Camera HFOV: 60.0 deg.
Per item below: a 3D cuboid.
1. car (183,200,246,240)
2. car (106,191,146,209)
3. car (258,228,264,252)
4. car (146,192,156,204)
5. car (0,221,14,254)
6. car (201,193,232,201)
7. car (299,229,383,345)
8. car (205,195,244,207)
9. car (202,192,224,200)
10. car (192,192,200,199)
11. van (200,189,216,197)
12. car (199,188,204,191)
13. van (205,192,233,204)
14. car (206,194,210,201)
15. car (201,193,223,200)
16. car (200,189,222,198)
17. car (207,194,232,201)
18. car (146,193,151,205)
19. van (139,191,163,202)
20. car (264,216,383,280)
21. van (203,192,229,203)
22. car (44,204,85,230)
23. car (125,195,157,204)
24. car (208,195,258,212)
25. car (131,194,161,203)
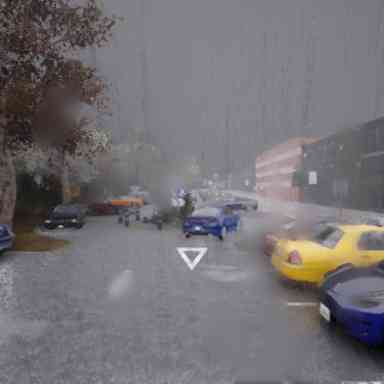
[{"bbox_3d":[1.172,1.443,17.275,1.882,1.535,5.008,0,1,22],"label":"car"},{"bbox_3d":[-8.185,1.105,39.722,4.553,1.767,2.185,0,0,0],"label":"car"},{"bbox_3d":[4.524,1.508,10.738,4.674,1.452,2.002,-1,0,0],"label":"car"},{"bbox_3d":[-8.199,1.206,48.193,4.892,1.521,2.231,0,0,0],"label":"car"},{"bbox_3d":[-8.509,1.343,10.884,4.553,1.767,2.185,0,0,0],"label":"car"},{"bbox_3d":[4.185,1.219,42.550,5.366,1.575,1.946,0,0,0],"label":"car"},{"bbox_3d":[4.511,1.504,5.313,4.792,1.488,2.163,0,0,0],"label":"car"},{"bbox_3d":[4.383,1.213,45.376,5.008,1.535,2.097,0,0,0],"label":"car"},{"bbox_3d":[4.414,0.839,70.824,4.553,1.767,2.185,0,1,0],"label":"car"},{"bbox_3d":[0.042,1.170,66.711,1.895,1.301,4.718,0,1,0],"label":"car"},{"bbox_3d":[4.388,0.273,93.423,4.442,1.987,1.878,0,1,0],"label":"van"},{"bbox_3d":[4.444,0.606,82.124,4.553,1.767,2.185,0,1,0],"label":"car"},{"bbox_3d":[4.284,0.962,53.852,4.442,1.987,1.878,0,0,0],"label":"van"},{"bbox_3d":[4.361,1.270,39.724,4.674,1.452,2.002,0,0,0],"label":"car"},{"bbox_3d":[4.450,0.946,73.652,4.674,1.452,2.002,0,1,0],"label":"car"},{"bbox_3d":[4.421,0.945,51.026,5.566,2.045,2.435,0,0,0],"label":"car"},{"bbox_3d":[4.354,1.279,36.899,4.674,1.452,2.002,0,0,0],"label":"car"},{"bbox_3d":[-8.203,1.222,42.421,5.008,1.535,2.097,0,0,0],"label":"car"},{"bbox_3d":[-8.023,0.856,65.150,4.442,1.987,1.878,0,1,0],"label":"van"},{"bbox_3d":[4.725,1.468,8.096,5.366,1.575,1.946,0,0,0],"label":"car"},{"bbox_3d":[4.299,0.942,59.383,4.442,1.987,1.878,0,0,0],"label":"van"},{"bbox_3d":[-7.753,1.457,20.741,2.033,1.411,5.357,0,1,-13],"label":"car"},{"bbox_3d":[-8.146,1.218,53.716,4.792,1.488,2.163,0,0,0],"label":"car"},{"bbox_3d":[4.319,1.277,34.072,4.792,1.488,2.163,0,0,0],"label":"car"},{"bbox_3d":[-8.154,1.168,59.375,5.008,1.535,2.097,0,0,0],"label":"car"}]
